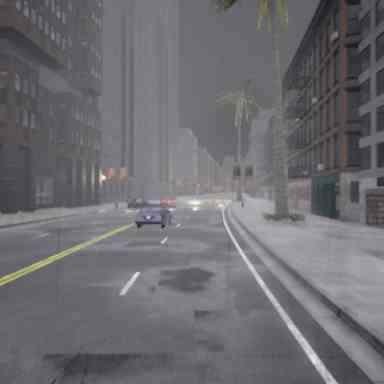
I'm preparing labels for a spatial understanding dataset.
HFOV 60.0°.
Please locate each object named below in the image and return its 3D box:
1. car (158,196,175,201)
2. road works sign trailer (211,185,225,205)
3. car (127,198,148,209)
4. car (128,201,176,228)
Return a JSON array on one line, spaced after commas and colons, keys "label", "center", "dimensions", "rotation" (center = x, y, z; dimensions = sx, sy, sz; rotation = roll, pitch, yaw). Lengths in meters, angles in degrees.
[{"label": "car", "center": [-3.643, 1.381, 47.274], "dimensions": [2.097, 1.767, 4.553], "rotation": [0, 0, 7]}, {"label": "road works sign trailer", "center": [4.753, 0.491, 60.594], "dimensions": [2.380, 3.560, 2.880], "rotation": [0, 0, 8]}, {"label": "car", "center": [-7.237, 1.507, 44.586], "dimensions": [1.882, 1.535, 5.008], "rotation": [0, 0, 7]}, {"label": "car", "center": [-2.453, 1.565, 22.385], "dimensions": [2.033, 1.411, 5.357], "rotation": [0, 0, 3]}]
